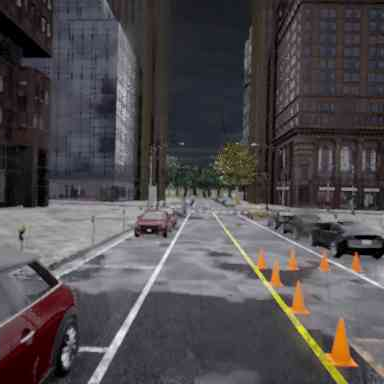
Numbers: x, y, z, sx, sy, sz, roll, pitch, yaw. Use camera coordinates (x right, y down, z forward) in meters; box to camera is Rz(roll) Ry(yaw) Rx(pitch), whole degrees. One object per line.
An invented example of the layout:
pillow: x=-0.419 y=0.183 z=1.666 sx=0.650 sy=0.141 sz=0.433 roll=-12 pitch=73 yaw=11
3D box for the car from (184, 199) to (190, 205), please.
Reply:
car: x=-1.578 y=1.912 z=40.267 sx=1.947 sy=1.339 sz=4.313 roll=1 pitch=-1 yaw=1

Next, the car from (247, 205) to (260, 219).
car: x=6.827 y=2.045 z=35.035 sx=1.752 sy=1.417 sz=4.829 roll=1 pitch=-1 yaw=1

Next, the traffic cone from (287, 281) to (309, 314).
traffic cone: x=2.131 y=2.081 z=6.660 sx=0.340 sy=0.580 sz=0.340 roll=1 pitch=-1 yaw=1

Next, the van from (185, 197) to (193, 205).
van: x=-0.684 y=2.008 z=78.588 sx=1.690 sy=1.788 sz=3.998 roll=1 pitch=0 yaw=1

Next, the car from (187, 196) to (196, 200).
car: x=-0.816 y=1.939 z=72.910 sx=2.192 sy=1.841 sz=5.009 roll=1 pitch=0 yaw=1

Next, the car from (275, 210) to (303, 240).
car: x=6.461 y=1.930 z=19.262 sx=1.947 sy=1.339 sz=4.313 roll=1 pitch=-1 yaw=1

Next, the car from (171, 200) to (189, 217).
car: x=-1.702 y=1.847 z=34.890 sx=2.008 sy=1.369 sz=4.403 roll=1 pitch=-1 yaw=1

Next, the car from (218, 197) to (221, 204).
car: x=7.832 y=2.453 z=78.394 sx=1.947 sy=1.339 sz=4.313 roll=1 pitch=0 yaw=1

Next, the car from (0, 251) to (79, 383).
car: x=-2.447 y=1.405 z=2.633 sx=1.967 sy=1.590 sz=4.097 roll=1 pitch=-1 yaw=1

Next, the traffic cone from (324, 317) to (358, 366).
traffic cone: x=2.085 y=2.059 z=4.661 sx=0.340 sy=0.580 sz=0.340 roll=1 pitch=-1 yaw=1

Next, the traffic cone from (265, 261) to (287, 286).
traffic cone: x=2.177 y=2.102 z=8.659 sx=0.340 sy=0.580 sz=0.340 roll=1 pitch=-1 yaw=1

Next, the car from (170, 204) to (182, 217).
car: x=-1.952 y=1.774 z=24.137 sx=1.802 sy=1.307 sz=4.206 roll=1 pitch=-1 yaw=1

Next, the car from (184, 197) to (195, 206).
car: x=-0.952 y=2.161 z=67.229 sx=1.802 sy=1.307 sz=4.206 roll=1 pitch=0 yaw=1

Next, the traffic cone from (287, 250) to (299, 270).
traffic cone: x=3.223 y=2.149 z=10.635 sx=0.340 sy=0.580 sz=0.340 roll=1 pitch=-1 yaw=1

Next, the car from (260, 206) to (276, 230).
car: x=6.581 y=1.968 z=24.462 sx=2.008 sy=1.369 sz=4.403 roll=1 pitch=-1 yaw=1

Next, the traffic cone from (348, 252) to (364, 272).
traffic cone: x=5.221 y=2.201 z=10.589 sx=0.340 sy=0.580 sz=0.340 roll=1 pitch=-1 yaw=1

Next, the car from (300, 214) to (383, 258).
car: x=6.340 y=1.876 z=14.059 sx=1.947 sy=1.339 sz=4.313 roll=1 pitch=-1 yaw=1

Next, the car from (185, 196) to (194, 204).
car: x=-0.552 y=2.023 z=84.266 sx=2.192 sy=1.841 sz=5.009 roll=1 pitch=0 yaw=1

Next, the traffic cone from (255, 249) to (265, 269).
traffic cone: x=2.224 y=2.124 z=10.659 sx=0.340 sy=0.580 sz=0.340 roll=1 pitch=-1 yaw=1

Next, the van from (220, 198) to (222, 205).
van: x=7.704 y=2.185 z=72.718 sx=1.690 sy=1.788 sz=3.998 roll=1 pitch=0 yaw=1

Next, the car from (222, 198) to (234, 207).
car: x=7.573 y=2.326 z=67.208 sx=1.752 sy=1.417 sz=4.829 roll=1 pitch=0 yaw=1

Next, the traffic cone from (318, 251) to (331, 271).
traffic cone: x=4.222 y=2.175 z=10.612 sx=0.340 sy=0.580 sz=0.340 roll=1 pitch=-1 yaw=1

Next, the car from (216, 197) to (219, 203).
car: x=8.101 y=2.494 z=89.920 sx=1.752 sy=1.417 sz=4.829 roll=1 pitch=0 yaw=1

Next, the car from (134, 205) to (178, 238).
car: x=-2.076 y=1.681 z=18.762 sx=1.887 sy=1.381 sz=4.507 roll=1 pitch=-1 yaw=1
